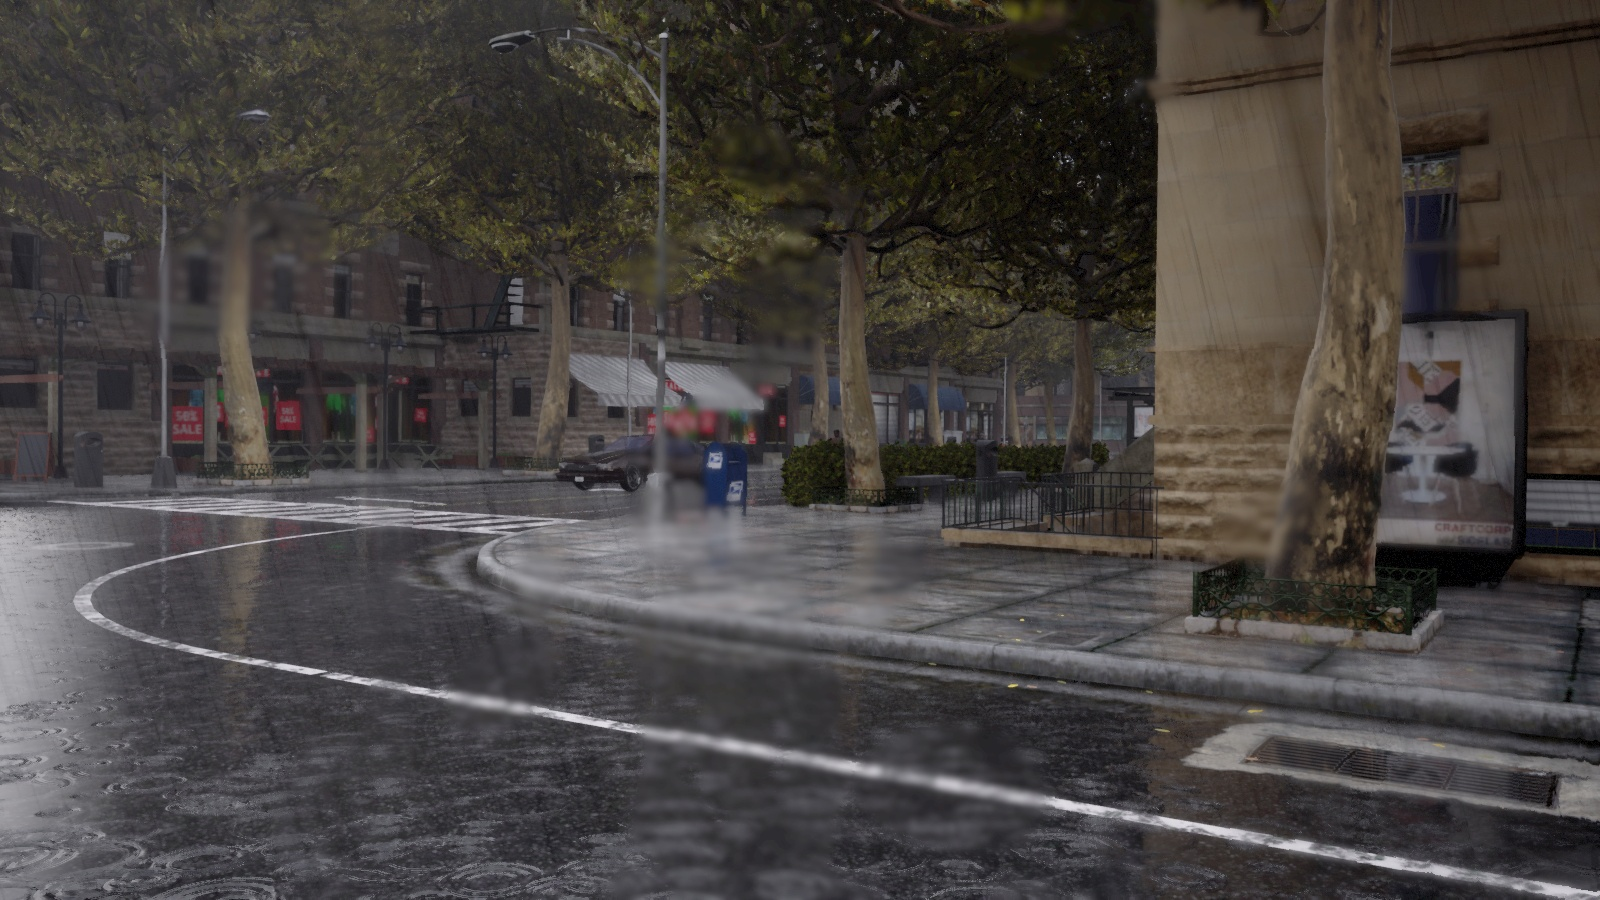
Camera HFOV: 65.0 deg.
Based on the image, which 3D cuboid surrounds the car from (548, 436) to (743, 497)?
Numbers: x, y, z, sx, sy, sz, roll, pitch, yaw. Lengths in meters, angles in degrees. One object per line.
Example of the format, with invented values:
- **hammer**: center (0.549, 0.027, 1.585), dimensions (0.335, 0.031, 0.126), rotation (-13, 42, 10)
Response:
- **car**: center (-3.879, 0.368, 32.640), dimensions (2.033, 1.411, 5.357), rotation (0, 1, 33)
